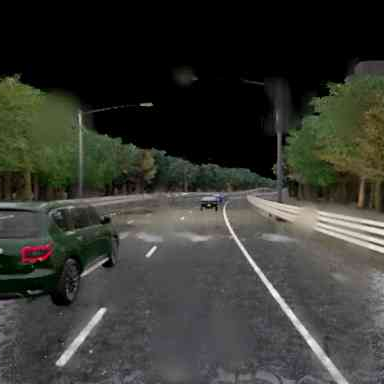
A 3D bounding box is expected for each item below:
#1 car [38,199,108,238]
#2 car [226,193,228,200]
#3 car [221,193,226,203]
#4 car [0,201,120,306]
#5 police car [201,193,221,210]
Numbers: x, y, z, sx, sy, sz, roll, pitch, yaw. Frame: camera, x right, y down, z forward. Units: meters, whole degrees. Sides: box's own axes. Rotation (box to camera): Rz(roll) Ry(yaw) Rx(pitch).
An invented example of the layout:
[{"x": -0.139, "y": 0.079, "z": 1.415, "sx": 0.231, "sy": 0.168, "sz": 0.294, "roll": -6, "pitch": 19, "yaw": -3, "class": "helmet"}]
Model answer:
[{"x": -6.389, "y": 1.323, "z": 18.463, "sx": 2.097, "sy": 1.767, "sz": 4.553, "roll": 0, "pitch": 0, "yaw": 3, "class": "car"}, {"x": 6.951, "y": 0.931, "z": 73.202, "sx": 2.128, "sy": 1.511, "sz": 4.902, "roll": 0, "pitch": 0, "yaw": 11, "class": "car"}, {"x": 4.061, "y": 1.020, "z": 54.815, "sx": 1.882, "sy": 1.535, "sz": 5.008, "roll": 0, "pitch": 1, "yaw": 8, "class": "car"}, {"x": -3.398, "y": 1.217, "z": 8.194, "sx": 2.150, "sy": 2.045, "sz": 5.566, "roll": 0, "pitch": 0, "yaw": 1, "class": "car"}, {"x": 2.090, "y": 1.180, "z": 38.849, "sx": 1.930, "sy": 1.638, "sz": 5.238, "roll": 0, "pitch": 1, "yaw": 5, "class": "police car"}]
